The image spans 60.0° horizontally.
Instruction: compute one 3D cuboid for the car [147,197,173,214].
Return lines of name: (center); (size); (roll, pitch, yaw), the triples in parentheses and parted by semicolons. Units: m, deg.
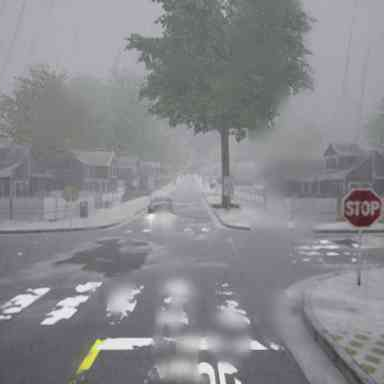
car: (-2.699, 1.102, 29.162); (1.994, 1.385, 4.181); (0, 2, 0)
